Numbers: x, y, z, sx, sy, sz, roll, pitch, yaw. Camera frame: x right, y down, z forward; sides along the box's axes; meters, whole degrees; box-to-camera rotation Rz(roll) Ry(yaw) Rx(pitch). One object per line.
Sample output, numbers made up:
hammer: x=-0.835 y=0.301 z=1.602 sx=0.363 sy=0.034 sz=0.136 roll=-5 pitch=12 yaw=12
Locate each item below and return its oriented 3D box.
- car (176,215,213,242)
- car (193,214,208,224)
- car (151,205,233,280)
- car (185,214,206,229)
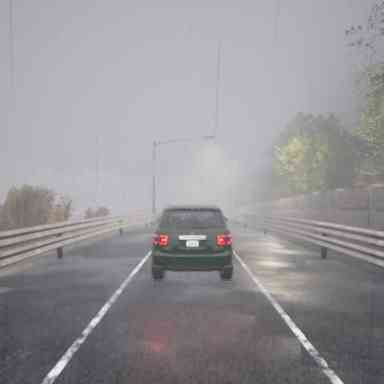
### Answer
car: x=0.175 y=2.128 z=20.143 sx=1.994 sy=1.385 sz=4.181 roll=0 pitch=-3 yaw=1
car: x=1.193 y=3.723 z=46.186 sx=1.895 sy=1.301 sz=4.718 roll=0 pitch=-4 yaw=4
car: x=0.001 y=1.425 z=10.668 sx=2.150 sy=2.045 sz=5.566 roll=0 pitch=-2 yaw=0
car: x=0.430 y=2.897 z=33.584 sx=1.994 sy=1.385 sz=4.181 roll=0 pitch=-4 yaw=3
